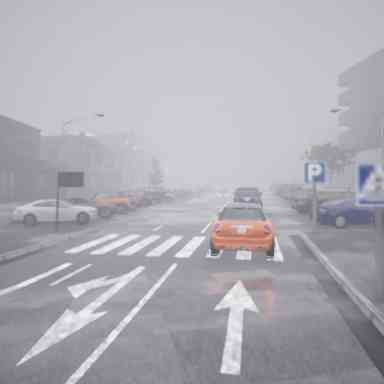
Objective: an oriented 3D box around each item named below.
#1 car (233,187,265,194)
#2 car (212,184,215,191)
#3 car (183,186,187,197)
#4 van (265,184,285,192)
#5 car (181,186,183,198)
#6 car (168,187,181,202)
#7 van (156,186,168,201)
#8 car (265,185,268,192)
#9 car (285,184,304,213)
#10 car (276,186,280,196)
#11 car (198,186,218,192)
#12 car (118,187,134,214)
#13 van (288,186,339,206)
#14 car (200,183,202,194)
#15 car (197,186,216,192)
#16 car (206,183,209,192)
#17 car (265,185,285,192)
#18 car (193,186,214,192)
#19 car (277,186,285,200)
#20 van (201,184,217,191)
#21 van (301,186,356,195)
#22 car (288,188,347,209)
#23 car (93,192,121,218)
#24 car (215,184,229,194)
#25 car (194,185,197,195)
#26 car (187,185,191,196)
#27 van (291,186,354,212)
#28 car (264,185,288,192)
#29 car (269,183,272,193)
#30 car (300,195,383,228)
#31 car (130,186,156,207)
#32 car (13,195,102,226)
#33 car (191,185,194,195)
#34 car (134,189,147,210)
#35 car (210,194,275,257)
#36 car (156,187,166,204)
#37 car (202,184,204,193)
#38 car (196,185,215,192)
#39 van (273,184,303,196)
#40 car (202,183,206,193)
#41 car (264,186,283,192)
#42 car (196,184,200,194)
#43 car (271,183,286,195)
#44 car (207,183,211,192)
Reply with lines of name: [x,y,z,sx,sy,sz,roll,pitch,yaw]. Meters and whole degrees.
car: [4.408,0.578,26.416,2.150,2.045,5.566,0,2,11]
car: [1.795,-0.970,77.597,5.566,2.045,2.435,-1,1,-10]
car: [-3.637,0.246,45.822,4.792,1.488,2.163,-1,2,-10]
van: [20.840,-1.060,83.339,4.442,1.987,1.878,1,1,-10]
car: [-4.160,0.314,42.924,5.008,1.535,2.097,-1,1,-10]
car: [-4.452,0.404,40.062,5.366,1.575,1.946,-1,2,-10]
van: [-5.236,0.285,37.103,4.442,1.987,1.878,-1,2,-11]
car: [17.330,-0.636,62.747,5.566,2.045,2.435,0,1,-10]
car: [10.178,0.648,24.365,5.566,2.045,2.435,0,2,-9]
car: [13.678,0.328,42.072,4.792,1.488,2.163,0,2,-9]
car: [4.413,-0.937,92.049,5.008,1.535,2.097,-1,0,-10]
car: [-6.996,0.771,25.499,4.553,1.767,2.185,-1,2,-11]
van: [12.067,0.374,33.227,4.442,1.987,1.878,0,2,-9]
car: [-1.175,-0.391,60.275,4.553,1.767,2.185,-1,2,-10]
car: [3.926,-0.876,89.173,4.792,1.488,2.163,-1,0,-10]
car: [0.308,-0.520,68.946,5.008,1.535,2.097,-1,2,-10]
car: [21.453,-0.997,86.310,4.553,1.767,2.185,1,1,-10]
car: [2.863,-0.823,83.388,4.892,1.521,2.231,-1,1,-10]
car: [13.101,0.400,39.108,4.892,1.521,2.231,0,2,-9]
van: [4.828,-1.186,94.913,4.442,1.987,1.878,-1,1,-10]
van: [9.738,0.774,21.456,4.442,1.987,1.878,0,2,-9]
car: [11.340,0.573,30.260,4.553,1.767,2.185,0,2,-9]
car: [-7.470,1.024,22.600,4.792,1.488,2.163,-1,2,-11]
car: [6.159,-0.412,65.265,1.837,1.490,4.892,0,2,10]
car: [-2.188,-0.072,54.491,4.892,1.521,2.231,-1,2,-10]
car: [-3.186,0.120,48.712,5.008,1.535,2.097,-1,2,-10]
van: [10.674,0.573,27.293,4.442,1.987,1.878,0,2,-9]
car: [20.241,-0.791,80.386,5.366,1.575,1.946,0,1,-10]
car: [15.293,-0.254,50.946,5.566,2.045,2.435,0,2,-10]
car: [9.034,1.098,18.505,5.008,1.535,2.097,0,2,-9]
car: [-6.045,0.577,31.319,4.553,1.767,2.185,-1,2,-11]
car: [-7.972,1.132,19.682,4.674,1.452,2.002,-1,2,-11]
car: [-2.683,0.025,51.602,4.892,1.521,2.231,-1,2,-10]
car: [-6.578,0.830,28.404,4.792,1.488,2.163,-1,2,-11]
car: [1.944,1.172,12.564,2.097,1.767,4.553,0,2,10]
car: [-5.602,0.605,34.232,5.008,1.535,2.097,-1,2,-11]
car: [-0.707,-0.316,63.174,4.674,1.452,2.002,-1,1,-10]
car: [3.405,-0.995,86.274,4.553,1.767,2.185,-1,1,-10]
van: [16.397,-0.427,56.865,4.442,1.987,1.878,0,2,-10]
car: [-0.174,-0.566,66.052,4.553,1.767,2.185,-1,2,-10]
car: [22.582,-0.901,92.210,4.792,1.488,2.163,1,0,-10]
car: [-1.695,-0.170,57.385,5.008,1.535,2.097,-1,2,-10]
car: [14.233,-0.053,45.025,5.566,2.045,2.435,0,2,-10]
car: [0.802,-0.592,71.835,5.008,1.535,2.097,-1,1,-10]
